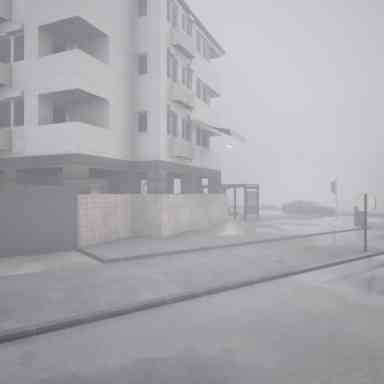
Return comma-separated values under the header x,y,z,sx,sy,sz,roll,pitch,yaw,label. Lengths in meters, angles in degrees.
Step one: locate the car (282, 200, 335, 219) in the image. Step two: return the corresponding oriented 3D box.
x,y,z,sx,sy,sz,roll,pitch,yaw,label
10.411,1.478,29.802,1.882,1.535,5.008,0,0,-36,car
